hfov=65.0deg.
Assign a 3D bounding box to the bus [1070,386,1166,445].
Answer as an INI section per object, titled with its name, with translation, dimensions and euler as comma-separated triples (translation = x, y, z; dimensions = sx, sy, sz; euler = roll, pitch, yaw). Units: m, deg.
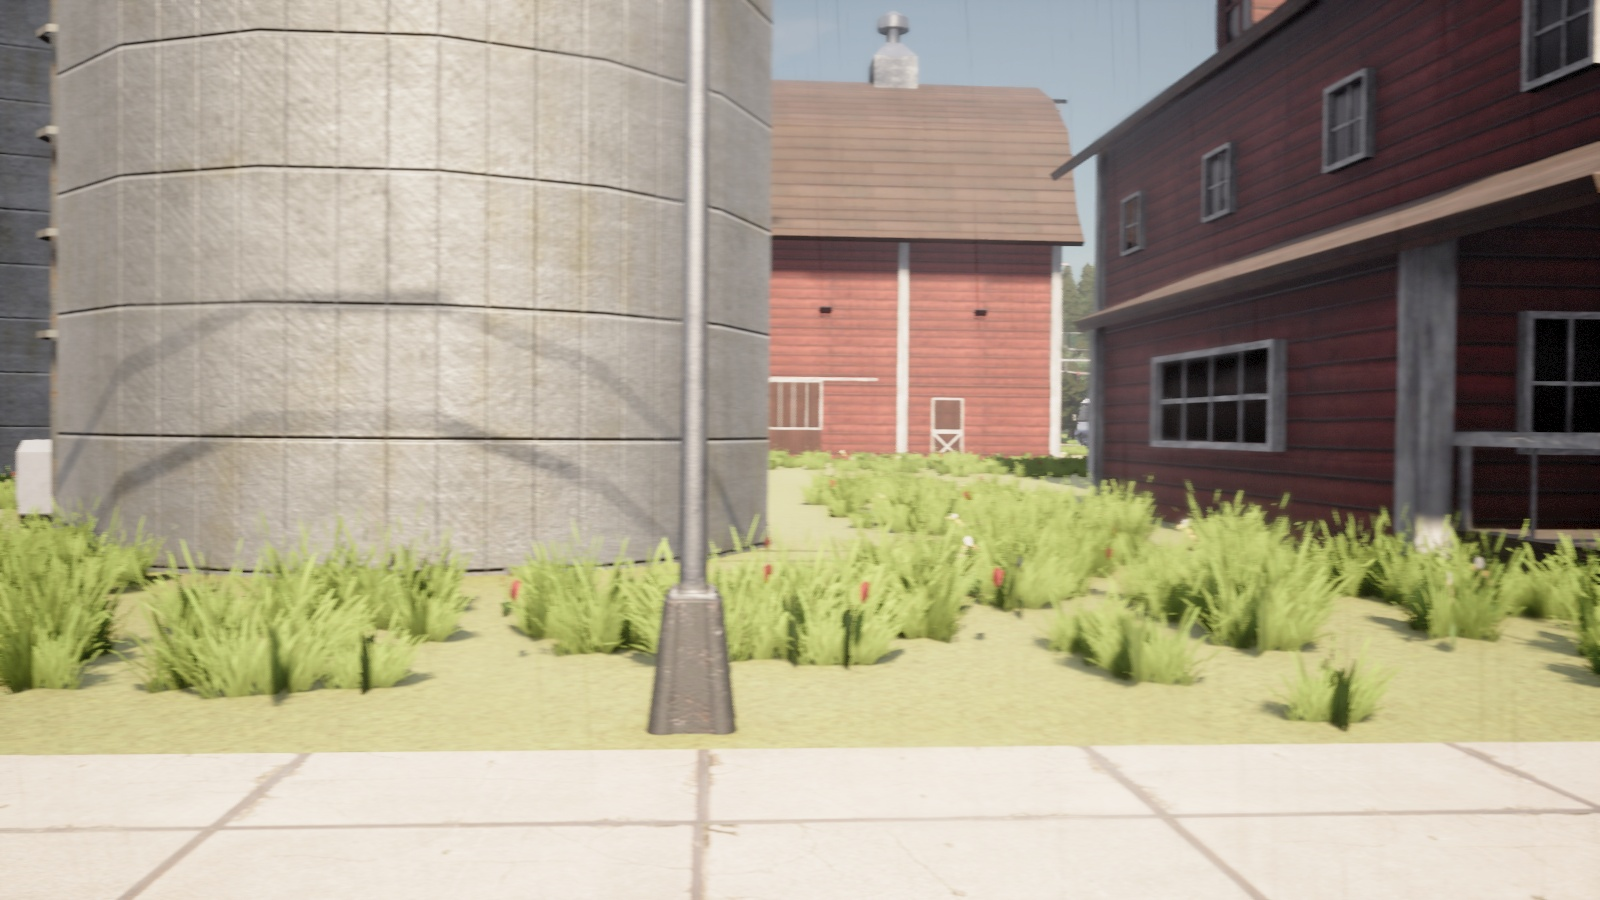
[bus]
translation = 24.114, -2.560, 96.092
dimensions = 3.944, 4.253, 10.273
euler = -1, 1, -5
